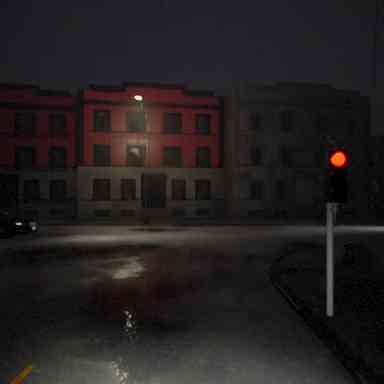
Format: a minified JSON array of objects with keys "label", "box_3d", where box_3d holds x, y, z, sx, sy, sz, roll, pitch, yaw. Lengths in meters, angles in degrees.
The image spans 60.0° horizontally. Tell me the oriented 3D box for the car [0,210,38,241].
[{"label":"car","box_3d":[-10.069,1.483,16.053,4.902,1.511,2.128,0,0,0]}]
